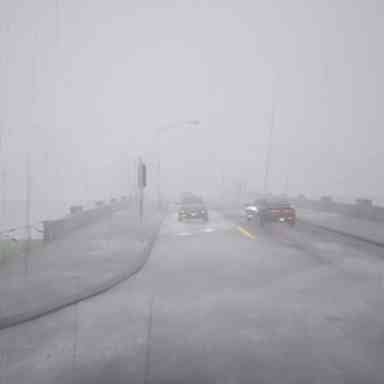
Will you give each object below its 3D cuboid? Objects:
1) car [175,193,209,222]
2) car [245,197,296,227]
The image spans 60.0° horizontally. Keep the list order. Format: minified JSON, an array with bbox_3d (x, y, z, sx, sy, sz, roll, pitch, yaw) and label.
[{"bbox_3d":[-0.017,1.040,22.017,1.837,1.490,4.892,-1,1,-3],"label":"car"},{"bbox_3d":[4.322,1.056,18.861,1.837,1.490,4.892,-1,1,-3],"label":"car"}]
